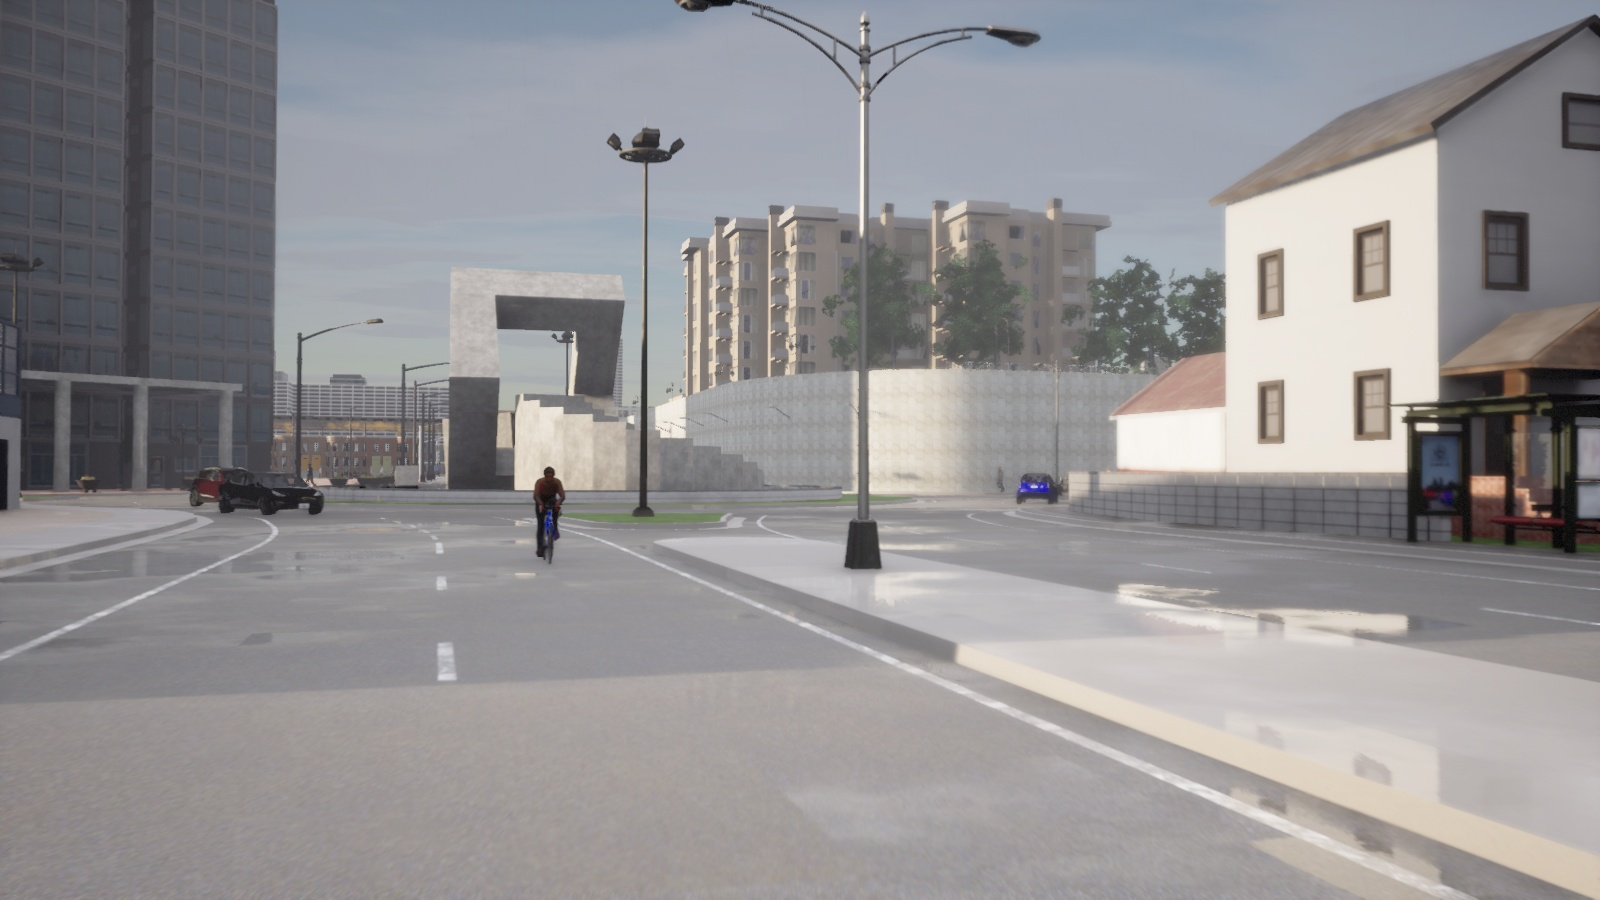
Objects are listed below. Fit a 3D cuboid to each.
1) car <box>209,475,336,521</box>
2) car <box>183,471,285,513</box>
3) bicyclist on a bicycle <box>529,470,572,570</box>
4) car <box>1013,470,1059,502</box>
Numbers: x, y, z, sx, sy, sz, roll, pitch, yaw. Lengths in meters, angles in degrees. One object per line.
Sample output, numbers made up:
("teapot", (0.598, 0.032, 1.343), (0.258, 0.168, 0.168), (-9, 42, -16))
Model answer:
("car", (-18.434, 1.631, 43.798), (4.792, 1.488, 2.163), (-1, -1, 41))
("car", (-23.446, 1.719, 51.935), (4.856, 1.649, 2.033), (-1, -1, 42))
("bicyclist on a bicycle", (-4.236, 1.145, 21.263), (0.582, 1.620, 1.656), (0, -1, -16))
("car", (11.907, 1.783, 63.131), (2.007, 1.525, 4.514), (0, -1, 14))
